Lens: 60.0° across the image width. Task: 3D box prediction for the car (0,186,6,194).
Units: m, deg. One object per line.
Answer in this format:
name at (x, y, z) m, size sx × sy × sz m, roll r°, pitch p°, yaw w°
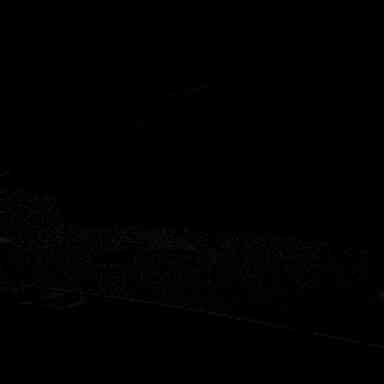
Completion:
car at (-40.147, -0.211, 65.473) m, size 5.366 × 1.575 × 1.946 m, roll -3°, pitch 3°, yaw -43°
